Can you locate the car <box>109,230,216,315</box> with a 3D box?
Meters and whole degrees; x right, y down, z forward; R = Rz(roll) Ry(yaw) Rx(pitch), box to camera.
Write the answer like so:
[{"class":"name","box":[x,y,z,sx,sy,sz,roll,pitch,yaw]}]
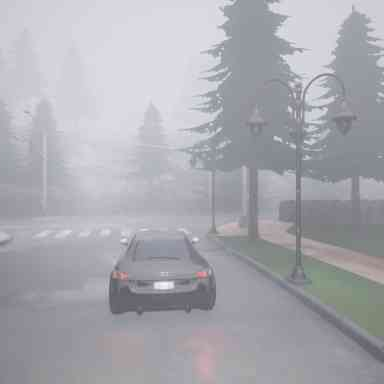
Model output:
[{"class":"car","box":[-0.724,1.564,7.670,1.994,1.385,4.181,0,0,-7]}]
